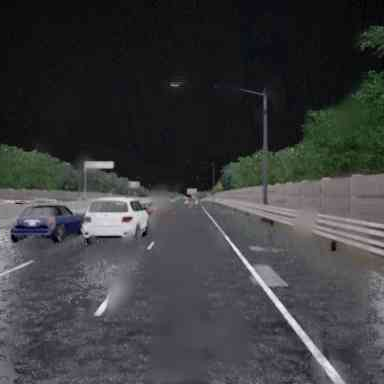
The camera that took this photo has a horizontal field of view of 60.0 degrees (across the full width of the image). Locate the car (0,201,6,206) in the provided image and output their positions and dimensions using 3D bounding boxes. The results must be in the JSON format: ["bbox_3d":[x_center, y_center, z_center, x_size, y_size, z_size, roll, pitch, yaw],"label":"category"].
[{"bbox_3d":[-17.599,1.598,31.971,1.882,1.535,5.008,0,0,0],"label":"car"}]

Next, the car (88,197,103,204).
[{"bbox_3d":[-21.012,1.895,72.294,1.837,1.490,4.892,0,-1,0],"label":"car"}]

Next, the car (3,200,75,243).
[{"bbox_3d":[-6.903,1.406,16.484,2.097,1.767,4.553,0,0,0],"label":"car"}]

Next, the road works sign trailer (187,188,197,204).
[{"bbox_3d":[-0.008,0.910,73.971,2.380,3.560,2.880,0,-1,0],"label":"road works sign trailer"}]

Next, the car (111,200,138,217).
[{"bbox_3d":[-6.906,1.614,34.570,1.882,1.535,5.008,0,0,0],"label":"car"}]

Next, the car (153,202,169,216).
[{"bbox_3d":[-3.405,1.696,33.758,1.994,1.385,4.181,0,0,0],"label":"car"}]

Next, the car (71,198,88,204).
[{"bbox_3d":[-24.512,1.933,72.710,2.033,1.411,5.357,0,-1,0],"label":"car"}]

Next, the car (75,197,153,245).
[{"bbox_3d":[-3.404,1.273,15.848,2.150,2.045,5.566,0,0,0],"label":"car"}]
